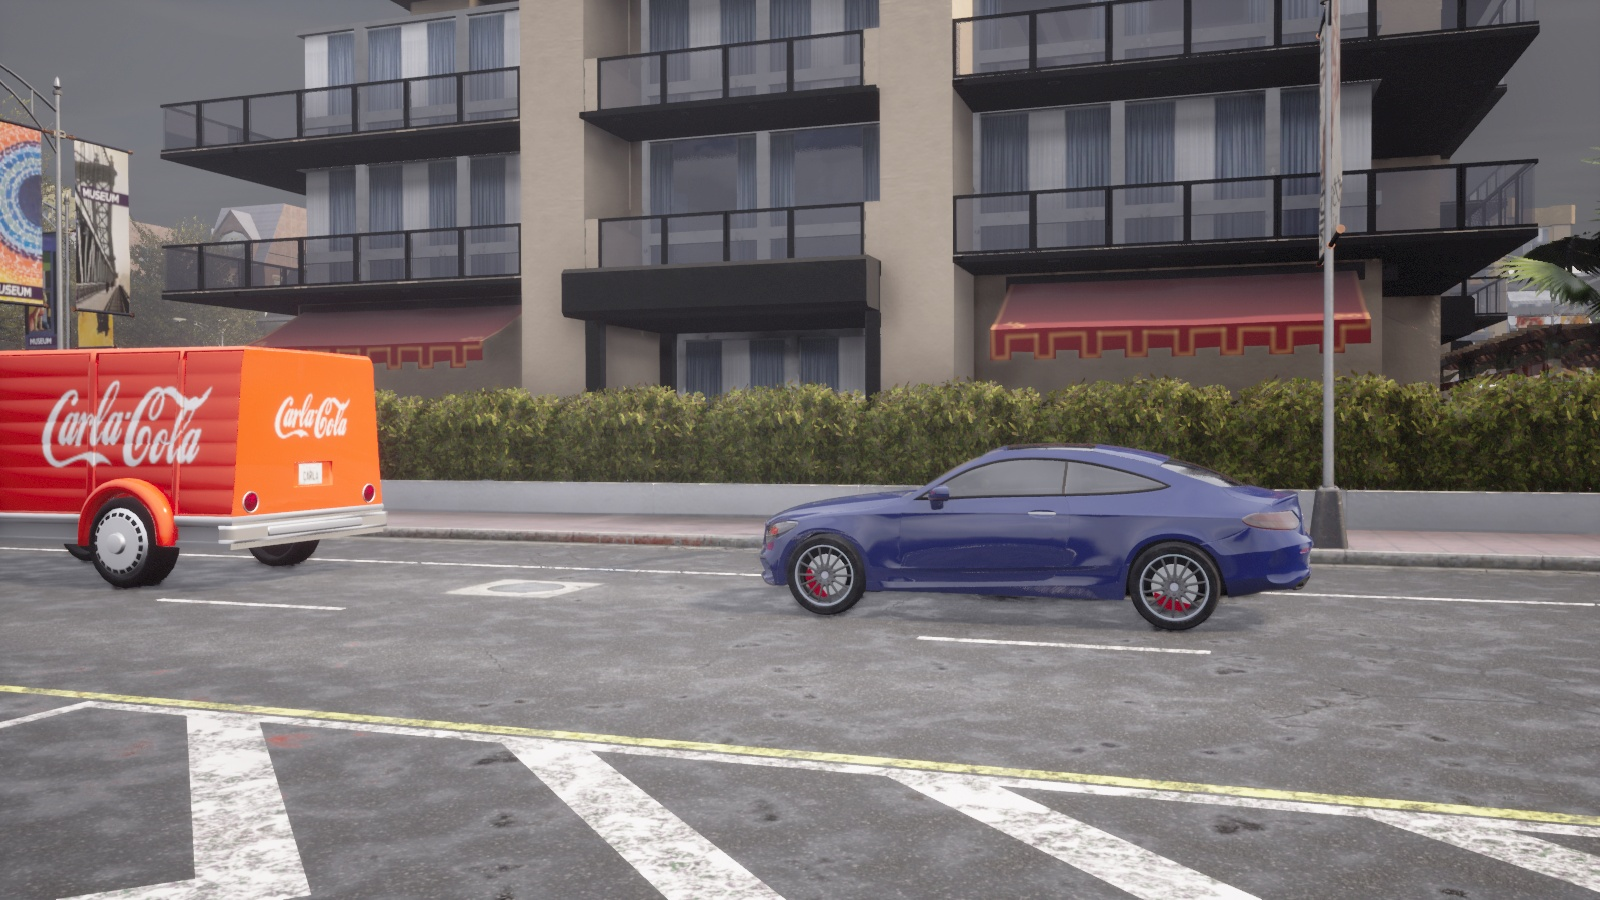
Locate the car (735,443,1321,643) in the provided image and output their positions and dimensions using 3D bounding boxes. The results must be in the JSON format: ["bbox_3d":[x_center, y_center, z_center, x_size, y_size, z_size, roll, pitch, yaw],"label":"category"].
[{"bbox_3d":[1.945,0.684,10.949,4.674,1.442,1.812,1,1,18],"label":"car"}]

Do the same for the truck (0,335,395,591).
[{"bbox_3d":[-7.581,0.085,14.149,5.204,2.467,2.627,1,1,19],"label":"truck"}]
